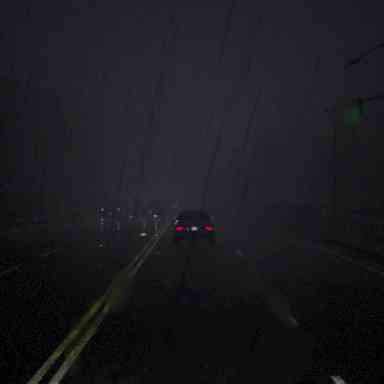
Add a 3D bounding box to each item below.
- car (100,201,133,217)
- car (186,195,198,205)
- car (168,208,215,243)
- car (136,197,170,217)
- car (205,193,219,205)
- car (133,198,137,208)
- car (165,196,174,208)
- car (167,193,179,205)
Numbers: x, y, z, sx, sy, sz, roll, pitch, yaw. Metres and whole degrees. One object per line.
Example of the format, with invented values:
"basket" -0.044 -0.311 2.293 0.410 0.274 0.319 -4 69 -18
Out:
"car" -7.114 1.620 31.220 1.895 1.301 4.718 0 0 0
"car" -0.042 1.389 58.712 2.097 1.767 4.553 0 0 0
"car" 0.089 1.557 16.149 2.033 1.411 5.357 0 0 0
"car" -3.614 1.511 31.420 2.128 1.511 4.902 0 0 0
"car" 3.458 1.258 58.774 2.150 2.045 5.566 0 0 0
"car" -7.105 1.533 44.552 1.837 1.490 4.892 0 0 0
"car" -3.616 1.551 41.496 1.812 1.442 4.674 0 0 0
"car" -3.542 1.279 58.873 2.150 2.045 5.566 0 0 0
